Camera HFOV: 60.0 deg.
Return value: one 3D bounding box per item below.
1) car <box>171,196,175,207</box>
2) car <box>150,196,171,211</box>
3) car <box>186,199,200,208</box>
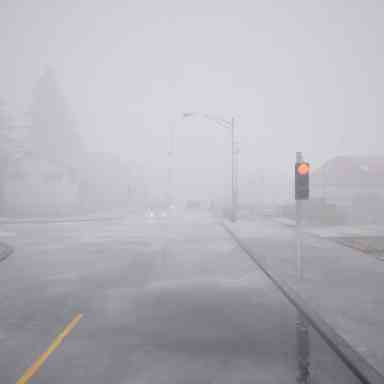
[{"bbox_3d":[-4.049,1.526,50.785,1.812,1.442,4.674,0,0,0],"label":"car"},{"bbox_3d":[-4.062,1.505,41.574,1.837,1.490,4.892,0,0,0],"label":"car"},{"bbox_3d":[0.147,1.601,47.432,1.895,1.301,4.718,0,0,0],"label":"car"}]
